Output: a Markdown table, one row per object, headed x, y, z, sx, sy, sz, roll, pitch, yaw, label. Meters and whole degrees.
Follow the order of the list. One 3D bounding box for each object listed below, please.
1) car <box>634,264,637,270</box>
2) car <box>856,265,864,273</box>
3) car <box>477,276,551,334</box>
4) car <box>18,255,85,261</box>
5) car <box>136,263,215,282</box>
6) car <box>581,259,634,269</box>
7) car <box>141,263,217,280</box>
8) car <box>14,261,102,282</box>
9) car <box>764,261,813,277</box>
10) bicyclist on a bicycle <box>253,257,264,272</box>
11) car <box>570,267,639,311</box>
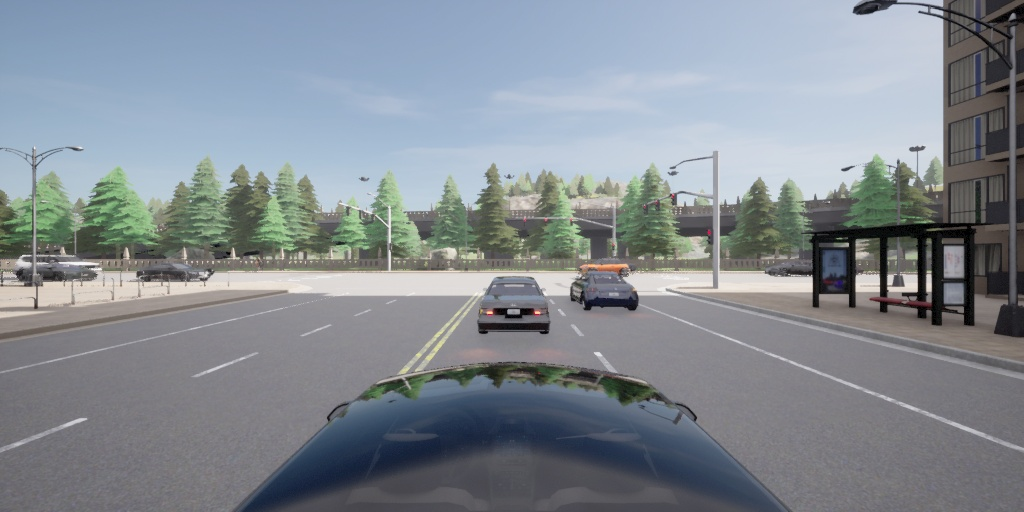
| x | y | z | sx | sy | sz | roll | pitch | yaw | label |
| --- | --- | --- | --- | --- | --- | --- | --- | --- | --- |
| 10.422 | 1.188 | 37.330 | 4.902 | 1.511 | 2.128 | 0 | 0 | 1 | car |
| 32.640 | 1.242 | 36.798 | 5.357 | 1.411 | 2.033 | 0 | 0 | 3 | car |
| 0.060 | 1.297 | 10.558 | 2.033 | 1.411 | 5.357 | 0 | 0 | 1 | car |
| -38.689 | 0.917 | 30.624 | 5.566 | 2.045 | 2.150 | 0 | 0 | -1 | car |
| -25.549 | 1.220 | 27.112 | 4.674 | 1.442 | 1.812 | 0 | 0 | -1 | car |
| 8.471 | 1.045 | 33.372 | 4.553 | 1.767 | 2.097 | 0 | 0 | -6 | car |
| -28.362 | 1.295 | 30.644 | 4.718 | 1.301 | 1.895 | 0 | 0 | 1 | car |
| -34.246 | 1.258 | 27.136 | 4.181 | 1.385 | 1.994 | 0 | 0 | 0 | car |
| 26.354 | 1.186 | 33.503 | 4.902 | 1.511 | 2.128 | 0 | 0 | 2 | car |
| -29.461 | 0.995 | 41.659 | 0.582 | 1.620 | 1.656 | 0 | 0 | 1 | bicyclist on a bicycle |
| 3.579 | 1.314 | 14.568 | 1.994 | 1.385 | 4.181 | 0 | 0 | 0 | car |
